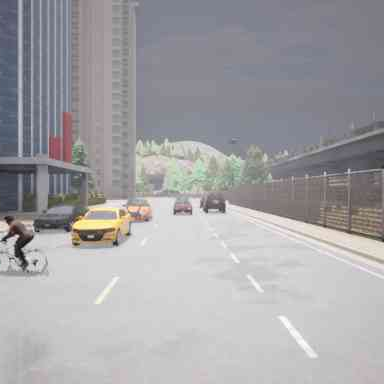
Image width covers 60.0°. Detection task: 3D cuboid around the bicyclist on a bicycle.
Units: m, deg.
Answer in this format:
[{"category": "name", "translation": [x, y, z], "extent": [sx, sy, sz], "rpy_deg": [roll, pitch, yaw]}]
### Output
[{"category": "bicyclist on a bicycle", "translation": [-4.759, 1.455, 9.004], "extent": [1.656, 1.620, 0.582], "rpy_deg": [-2, 0, -2]}]

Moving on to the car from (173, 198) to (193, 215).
[{"category": "car", "translation": [-0.942, 1.601, 34.183], "extent": [1.895, 1.301, 4.718], "rpy_deg": [0, 0, -2]}]

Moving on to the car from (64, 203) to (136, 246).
[{"category": "car", "translation": [-4.045, 1.478, 15.544], "extent": [1.882, 1.535, 5.008], "rpy_deg": [0, 0, -2]}]

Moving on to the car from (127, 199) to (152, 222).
[{"category": "car", "translation": [-4.288, 1.351, 25.851], "extent": [2.097, 1.767, 4.553], "rpy_deg": [0, 0, -2]}]

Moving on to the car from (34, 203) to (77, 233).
[{"category": "car", "translation": [-7.651, 1.478, 19.968], "extent": [1.882, 1.535, 5.008], "rpy_deg": [0, 0, -1]}]

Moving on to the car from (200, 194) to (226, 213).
[{"category": "car", "translation": [2.439, 1.221, 37.076], "extent": [2.150, 2.045, 5.566], "rpy_deg": [0, 0, -2]}]

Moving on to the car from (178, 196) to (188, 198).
[{"category": "car", "translation": [-1.254, 1.352, 43.987], "extent": [2.097, 1.767, 4.553], "rpy_deg": [0, 0, -2]}]
